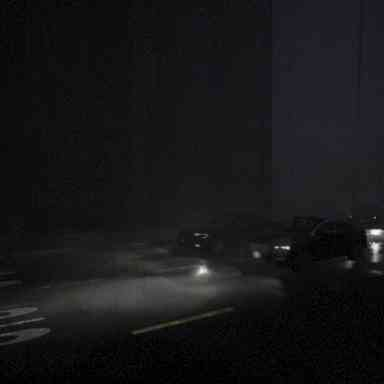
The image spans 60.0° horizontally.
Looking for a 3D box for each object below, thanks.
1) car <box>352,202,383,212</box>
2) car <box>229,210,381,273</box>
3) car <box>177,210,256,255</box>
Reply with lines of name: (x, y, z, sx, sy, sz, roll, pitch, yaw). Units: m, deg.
car: (12.272, 1.651, 23.540, 1.812, 1.442, 4.674, 0, 0, 32)
car: (3.844, 1.542, 10.922, 4.902, 1.511, 2.128, 1, 0, -36)
car: (1.709, 1.525, 13.668, 5.008, 1.535, 1.882, 1, 0, -36)
